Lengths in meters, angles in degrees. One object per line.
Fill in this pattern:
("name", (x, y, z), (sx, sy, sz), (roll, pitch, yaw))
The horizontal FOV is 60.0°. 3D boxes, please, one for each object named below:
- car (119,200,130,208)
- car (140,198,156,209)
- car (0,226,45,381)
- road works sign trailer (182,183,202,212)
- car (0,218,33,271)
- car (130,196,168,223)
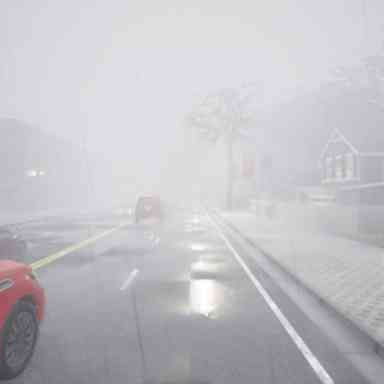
("car", (-9.856, 1.819, 50.987), (1.895, 1.301, 4.718), (0, 0, 0))
("car", (-6.604, 1.741, 50.444), (1.812, 1.442, 4.674), (0, 0, 0))
("car", (-3.151, 1.232, 2.354), (2.150, 2.045, 5.566), (0, 0, 0))
("road works sign trailer", (-0.026, 0.637, 40.676), (2.380, 3.560, 2.880), (0, 0, 0))
("car", (-6.606, 1.606, 9.602), (1.994, 1.385, 4.181), (0, 0, 0))
("car", (-3.178, 1.335, 26.591), (2.150, 2.045, 5.566), (0, 0, 0))
